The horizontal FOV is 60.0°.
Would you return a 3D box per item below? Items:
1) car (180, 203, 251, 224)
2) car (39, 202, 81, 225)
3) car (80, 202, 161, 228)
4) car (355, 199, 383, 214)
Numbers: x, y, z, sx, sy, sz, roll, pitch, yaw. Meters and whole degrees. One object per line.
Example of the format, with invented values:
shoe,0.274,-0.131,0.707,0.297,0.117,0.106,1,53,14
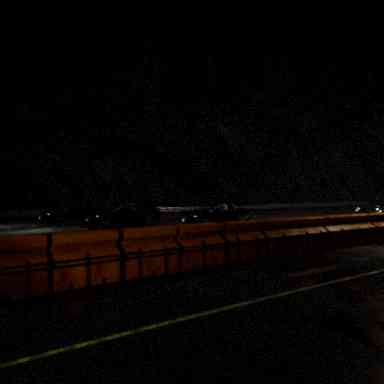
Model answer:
car,1.555,1.454,21.494,4.902,1.511,2.128,0,0,-32
car,-8.155,1.452,23.639,4.902,1.511,2.128,0,0,-33
car,-4.421,1.454,21.892,4.902,1.511,2.128,0,0,-32
car,14.373,1.307,25.092,4.553,1.767,2.097,0,0,-31
